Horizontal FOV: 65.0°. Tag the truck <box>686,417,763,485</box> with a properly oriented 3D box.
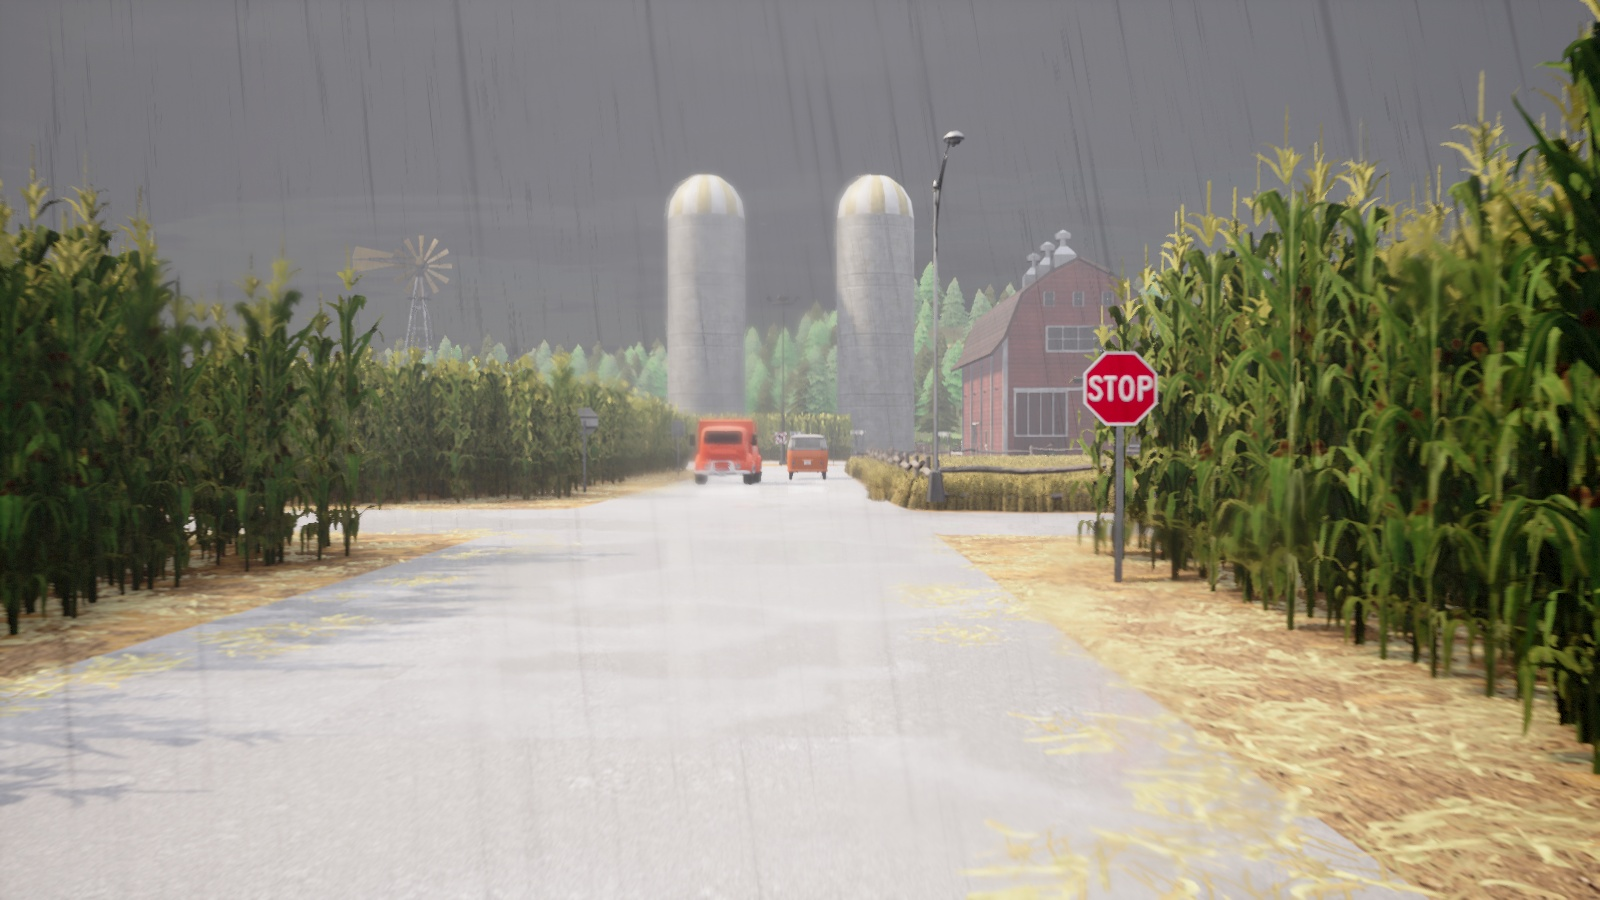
[{"bbox_3d":[-2.810,0.046,48.198,2.627,2.467,5.204,0,0,0],"label":"truck"}]

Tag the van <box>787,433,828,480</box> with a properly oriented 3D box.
[{"bbox_3d":[0.333,0.264,55.858,1.775,1.987,4.442,0,0,0],"label":"van"}]
